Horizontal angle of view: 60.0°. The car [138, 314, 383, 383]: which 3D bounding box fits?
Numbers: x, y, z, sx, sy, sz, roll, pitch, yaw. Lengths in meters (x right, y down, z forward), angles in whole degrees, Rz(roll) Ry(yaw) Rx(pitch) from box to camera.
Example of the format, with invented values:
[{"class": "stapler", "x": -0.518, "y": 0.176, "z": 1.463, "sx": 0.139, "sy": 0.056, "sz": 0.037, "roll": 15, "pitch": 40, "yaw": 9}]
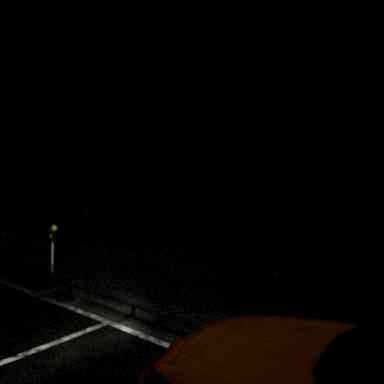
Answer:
[{"class": "car", "x": 1.984, "y": 1.461, "z": 1.936, "sx": 5.366, "sy": 1.575, "sz": 1.801, "roll": 1, "pitch": 0, "yaw": 38}]
